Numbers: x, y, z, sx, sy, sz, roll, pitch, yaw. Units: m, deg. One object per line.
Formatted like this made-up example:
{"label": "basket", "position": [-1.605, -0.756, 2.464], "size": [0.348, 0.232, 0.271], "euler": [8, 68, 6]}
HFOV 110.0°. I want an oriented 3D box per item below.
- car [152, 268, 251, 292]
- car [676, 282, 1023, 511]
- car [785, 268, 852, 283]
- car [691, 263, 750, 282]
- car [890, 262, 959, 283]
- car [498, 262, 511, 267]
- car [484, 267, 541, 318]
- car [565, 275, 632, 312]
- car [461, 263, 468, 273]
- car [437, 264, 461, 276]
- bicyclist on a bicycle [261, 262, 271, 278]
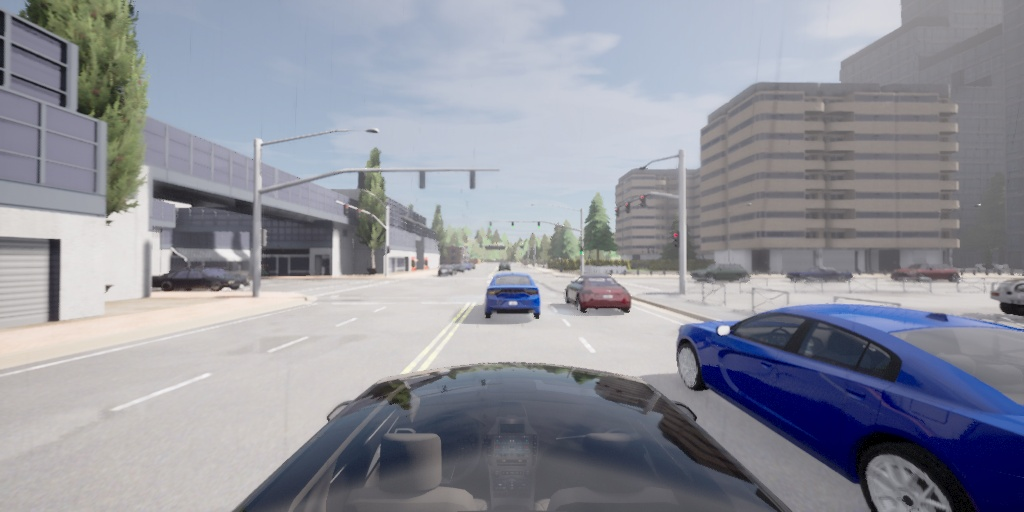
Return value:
{"label": "car", "position": [-20.088, 1.545, 23.114], "size": [5.357, 1.411, 2.033], "euler": [0, -1, -1]}
{"label": "car", "position": [3.595, 1.253, 3.847], "size": [1.882, 1.535, 5.008], "euler": [0, 0, 0]}
{"label": "car", "position": [27.478, 1.712, 32.238], "size": [4.718, 1.301, 1.895], "euler": [0, -1, -1]}
{"label": "car", "position": [18.492, 1.459, 32.002], "size": [4.553, 1.767, 2.097], "euler": [0, -1, -1]}
{"label": "car", "position": [37.273, 1.467, 32.486], "size": [4.553, 1.767, 2.097], "euler": [0, -1, -1]}
{"label": "car", "position": [-1.306, 1.814, 62.625], "size": [2.097, 1.767, 4.553], "euler": [0, -1, -1]}
{"label": "car", "position": [0.009, 1.369, 13.758], "size": [1.882, 1.535, 5.008], "euler": [0, -1, 0]}
{"label": "car", "position": [3.470, 1.471, 15.081], "size": [1.994, 1.385, 4.181], "euler": [0, -1, -1]}
{"label": "car", "position": [-8.320, 1.939, 55.225], "size": [1.994, 1.385, 4.181], "euler": [0, -1, -1]}
{"label": "car", "position": [-8.122, 1.750, 45.268], "size": [2.128, 1.511, 4.902], "euler": [0, -1, 0]}
{"label": "bicyclist on a bicycle", "position": [-26.071, 1.474, 37.985], "size": [0.582, 1.620, 1.656], "euler": [0, 0, -1]}
